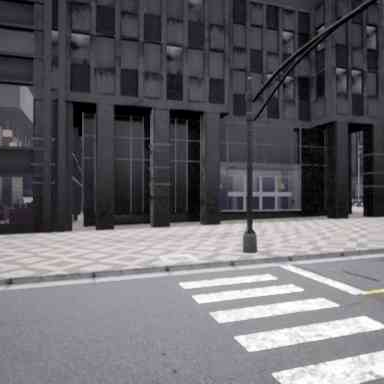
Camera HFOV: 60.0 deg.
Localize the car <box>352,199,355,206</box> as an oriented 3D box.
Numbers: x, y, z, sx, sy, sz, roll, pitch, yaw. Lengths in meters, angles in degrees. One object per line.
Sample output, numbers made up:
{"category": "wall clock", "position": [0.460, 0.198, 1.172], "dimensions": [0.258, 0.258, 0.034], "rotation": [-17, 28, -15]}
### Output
{"category": "car", "position": [20.177, 1.094, 45.926], "dimensions": [2.097, 1.767, 4.553], "rotation": [0, -1, -17]}
